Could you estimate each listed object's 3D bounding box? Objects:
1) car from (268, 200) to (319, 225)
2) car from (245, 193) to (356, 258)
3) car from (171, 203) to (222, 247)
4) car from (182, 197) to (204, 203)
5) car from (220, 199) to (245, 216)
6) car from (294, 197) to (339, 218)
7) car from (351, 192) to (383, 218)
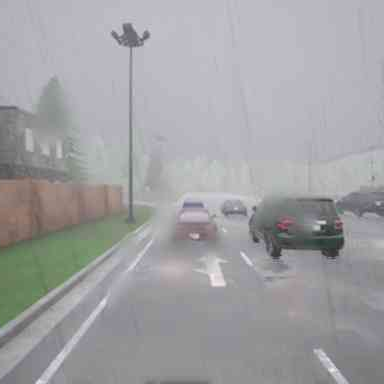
[{"bbox_3d":[7.108,1.354,23.888,2.033,1.411,5.357,0,0,0],"label":"car"},{"bbox_3d":[3.605,1.120,12.424,2.150,2.045,5.566,0,0,0],"label":"car"},{"bbox_3d":[0.106,1.409,14.361,1.812,1.442,4.674,0,0,0],"label":"car"},{"bbox_3d":[0.116,1.232,30.381,1.882,1.535,5.008,0,0,0],"label":"car"},{"bbox_3d":[3.614,1.327,29.313,1.994,1.385,4.181,0,0,0],"label":"car"},{"bbox_3d":[10.613,1.258,28.826,2.128,1.511,4.902,0,0,0],"label":"car"},{"bbox_3d":[14.114,0.996,27.848,2.150,2.045,5.566,0,0,0],"label":"car"}]
